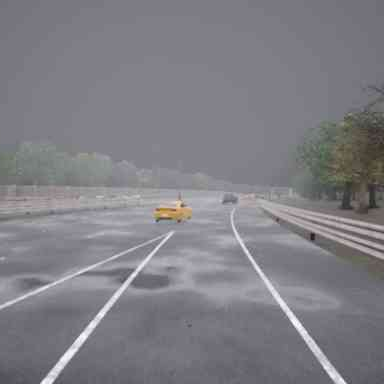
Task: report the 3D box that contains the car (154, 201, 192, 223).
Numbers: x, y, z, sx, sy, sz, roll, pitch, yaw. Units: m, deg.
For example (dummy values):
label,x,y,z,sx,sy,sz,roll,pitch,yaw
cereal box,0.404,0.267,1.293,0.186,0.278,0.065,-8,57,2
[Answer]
label,x,y,z,sx,sy,sz,roll,pitch,yaw
car,-1.346,1.454,25.525,1.882,1.535,5.008,0,0,13

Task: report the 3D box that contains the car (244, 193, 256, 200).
label,x,y,z,sx,sy,sz,roll,pitch,yaw
car,15.127,1.301,89.140,2.097,1.767,4.553,0,0,16

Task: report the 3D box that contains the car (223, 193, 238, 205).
label,x,y,z,sx,sy,sz,roll,pitch,yaw
car,6.854,1.176,59.198,2.150,2.045,5.566,0,0,15
